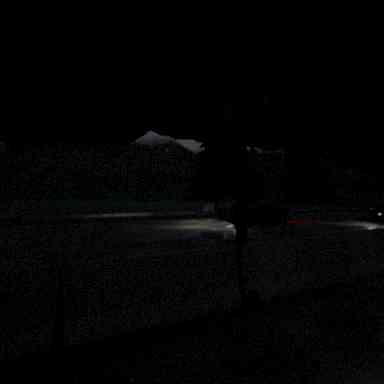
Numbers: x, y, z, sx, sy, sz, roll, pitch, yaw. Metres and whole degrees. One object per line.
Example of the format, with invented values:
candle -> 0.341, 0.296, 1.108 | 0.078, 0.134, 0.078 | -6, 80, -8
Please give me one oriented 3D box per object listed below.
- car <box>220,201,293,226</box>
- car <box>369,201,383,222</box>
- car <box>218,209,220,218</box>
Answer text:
car -> 4.725, 1.472, 23.134 | 5.008, 1.535, 1.882 | 0, 0, -29
car -> 15.910, 1.247, 24.920 | 5.566, 2.045, 2.150 | 0, 0, -25
car -> 4.402, 1.468, 26.943 | 5.008, 1.535, 1.882 | 0, 0, -28
